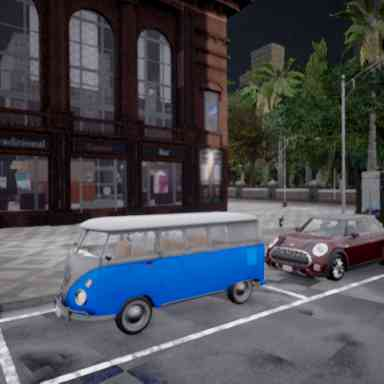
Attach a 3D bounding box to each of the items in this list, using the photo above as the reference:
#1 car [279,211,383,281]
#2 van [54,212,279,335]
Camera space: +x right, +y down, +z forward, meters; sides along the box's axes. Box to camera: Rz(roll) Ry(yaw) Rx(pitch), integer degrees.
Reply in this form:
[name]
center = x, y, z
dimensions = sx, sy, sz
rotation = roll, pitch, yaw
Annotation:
[car]
center = 4.022, 1.388, 9.569
dimensions = 4.097, 1.590, 1.967
rotation = 0, 0, -36
[van]
center = -0.379, 1.321, 6.394
dimensions = 3.998, 1.788, 1.690
rotation = 0, 0, -36
